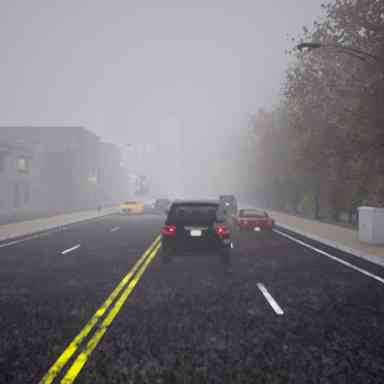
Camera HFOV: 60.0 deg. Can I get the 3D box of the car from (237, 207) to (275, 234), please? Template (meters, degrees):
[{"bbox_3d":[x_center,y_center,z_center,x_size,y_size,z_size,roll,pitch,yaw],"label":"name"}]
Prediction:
[{"bbox_3d":[3.461,1.663,19.732,1.895,1.301,4.718,0,0,0],"label":"car"}]

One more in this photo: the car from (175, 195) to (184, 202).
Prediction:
[{"bbox_3d":[-2.767,1.505,77.497,1.882,1.535,5.008,0,0,0],"label":"car"}]

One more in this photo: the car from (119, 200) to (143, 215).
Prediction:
[{"bbox_3d":[-6.386,1.573,35.164,1.882,1.535,5.008,0,0,0],"label":"car"}]

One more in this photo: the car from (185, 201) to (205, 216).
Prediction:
[{"bbox_3d":[0.310,1.705,35.271,1.895,1.301,4.718,0,0,0],"label":"car"}]

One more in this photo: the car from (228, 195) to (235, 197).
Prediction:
[{"bbox_3d":[3.565,1.330,35.791,2.150,2.045,5.566,0,0,0],"label":"car"}]

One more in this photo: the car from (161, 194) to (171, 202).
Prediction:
[{"bbox_3d":[-6.015,1.379,77.548,2.097,1.767,4.553,0,0,0],"label":"car"}]

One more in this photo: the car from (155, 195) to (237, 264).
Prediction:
[{"bbox_3d":[0.146,1.259,12.106,2.150,2.045,5.566,0,0,1],"label":"car"}]

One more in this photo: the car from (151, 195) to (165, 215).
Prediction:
[{"bbox_3d":[-3.133,1.452,35.465,2.097,1.767,4.553,0,0,0],"label":"car"}]
